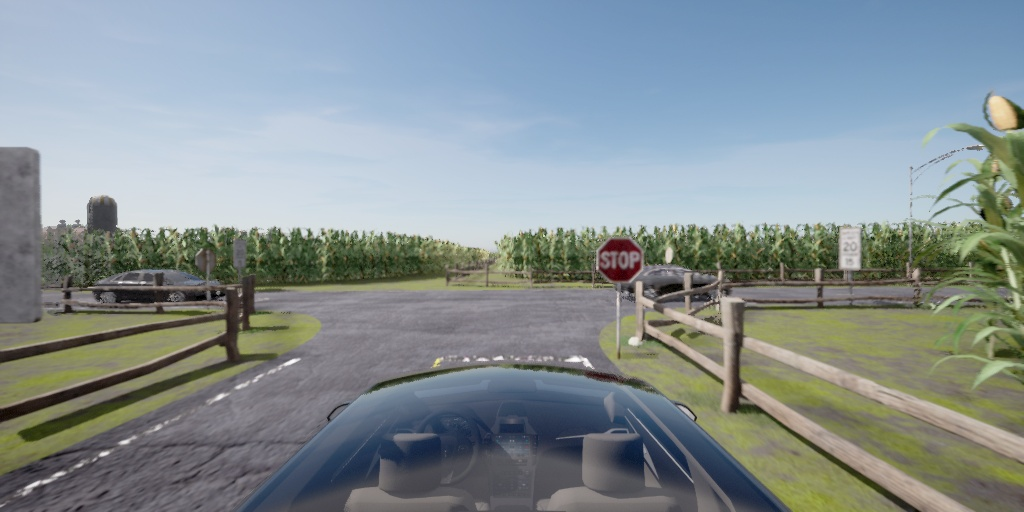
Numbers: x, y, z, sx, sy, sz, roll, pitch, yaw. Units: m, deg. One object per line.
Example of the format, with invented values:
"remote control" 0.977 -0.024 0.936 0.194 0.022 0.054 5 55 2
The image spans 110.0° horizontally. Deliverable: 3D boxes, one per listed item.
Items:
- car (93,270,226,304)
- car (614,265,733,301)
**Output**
"car" -15.418 1.373 15.843 4.892 1.490 1.837 0 1 0
"car" 7.025 1.160 15.804 4.902 1.511 2.128 0 1 0
